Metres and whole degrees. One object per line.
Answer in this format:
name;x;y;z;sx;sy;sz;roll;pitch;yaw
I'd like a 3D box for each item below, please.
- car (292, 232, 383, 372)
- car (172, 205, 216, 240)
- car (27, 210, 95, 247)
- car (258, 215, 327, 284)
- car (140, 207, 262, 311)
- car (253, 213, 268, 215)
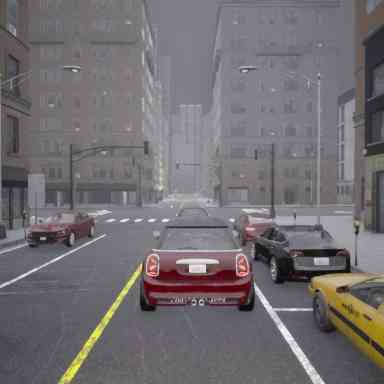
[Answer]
car;2.859;1.524;3.985;1.752;1.417;4.829;-1;0;0
car;0.066;1.542;18.144;2.033;1.411;5.357;0;0;0
car;-5.705;1.540;14.969;1.887;1.381;4.507;-1;0;0
car;2.850;1.563;9.401;1.947;1.339;4.313;-1;0;0
car;0.087;1.350;7.906;2.097;1.767;4.553;0;0;0
car;2.841;1.577;14.987;1.802;1.307;4.206;-1;0;0
